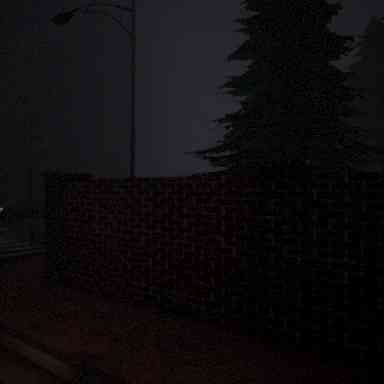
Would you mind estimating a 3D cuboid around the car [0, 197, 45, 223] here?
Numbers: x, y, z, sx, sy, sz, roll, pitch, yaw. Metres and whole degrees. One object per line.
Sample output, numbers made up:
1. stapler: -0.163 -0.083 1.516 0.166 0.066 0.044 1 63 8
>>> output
1. car: -12.006 1.182 23.593 2.097 1.767 4.553 0 0 35
